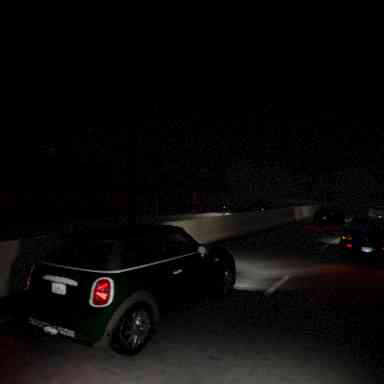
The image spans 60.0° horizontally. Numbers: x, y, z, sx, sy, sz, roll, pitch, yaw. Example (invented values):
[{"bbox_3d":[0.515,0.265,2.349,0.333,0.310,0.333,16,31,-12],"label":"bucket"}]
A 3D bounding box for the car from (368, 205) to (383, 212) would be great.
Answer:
[{"bbox_3d":[17.185,1.943,30.388,1.812,1.442,4.674,0,-1,30],"label":"car"}]

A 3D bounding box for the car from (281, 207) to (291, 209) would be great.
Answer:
[{"bbox_3d":[11.748,2.048,42.123,1.812,1.442,4.674,0,-1,31],"label":"car"}]

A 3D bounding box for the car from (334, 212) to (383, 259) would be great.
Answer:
[{"bbox_3d":[6.802,1.699,12.680,1.812,1.442,4.674,0,-1,30],"label":"car"}]

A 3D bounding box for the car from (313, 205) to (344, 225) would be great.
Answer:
[{"bbox_3d":[11.280,1.833,27.239,1.882,1.535,5.008,0,-1,30],"label":"car"}]

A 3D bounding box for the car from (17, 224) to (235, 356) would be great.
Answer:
[{"bbox_3d":[-0.831,1.423,6.588,2.097,1.767,4.553,0,-1,30],"label":"car"}]
